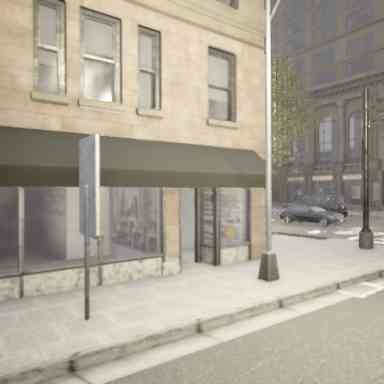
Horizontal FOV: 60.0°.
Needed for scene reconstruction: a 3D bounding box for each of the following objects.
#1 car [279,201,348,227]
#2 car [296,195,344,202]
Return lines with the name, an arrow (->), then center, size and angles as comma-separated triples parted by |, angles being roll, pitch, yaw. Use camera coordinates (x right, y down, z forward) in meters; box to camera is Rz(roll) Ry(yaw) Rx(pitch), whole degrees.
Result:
car -> 8.316, 1.603, 23.435 | 1.812, 1.442, 4.674 | 0, 0, -37
car -> 9.854, 1.295, 27.414 | 2.150, 2.045, 5.566 | 0, 0, -37
